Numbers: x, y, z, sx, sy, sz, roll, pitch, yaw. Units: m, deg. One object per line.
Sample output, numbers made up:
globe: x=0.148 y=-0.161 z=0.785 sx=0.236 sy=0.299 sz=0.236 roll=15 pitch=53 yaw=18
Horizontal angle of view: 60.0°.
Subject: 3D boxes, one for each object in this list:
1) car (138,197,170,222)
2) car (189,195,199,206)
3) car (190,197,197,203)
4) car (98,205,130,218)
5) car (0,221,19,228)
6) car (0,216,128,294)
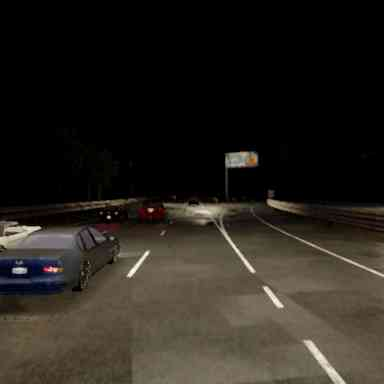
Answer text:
car: x=-3.295 y=1.548 z=28.719 sx=2.097 sy=1.767 sz=4.553 roll=0 pitch=0 yaw=0
car: x=0.357 y=1.947 z=66.462 sx=1.812 sy=1.442 sz=4.674 roll=0 pitch=0 yaw=0
car: x=0.329 y=2.013 z=83.888 sx=1.812 sy=1.442 sz=4.674 roll=0 pitch=0 yaw=0
car: x=-6.799 y=1.802 z=29.506 sx=1.895 sy=1.301 sz=4.718 roll=0 pitch=0 yaw=0
car: x=-6.856 y=1.670 z=11.679 sx=1.895 sy=1.301 sz=4.718 roll=1 pitch=0 yaw=0
car: x=-3.373 y=1.610 z=9.046 sx=2.033 sy=1.411 sz=5.357 roll=0 pitch=0 yaw=0
